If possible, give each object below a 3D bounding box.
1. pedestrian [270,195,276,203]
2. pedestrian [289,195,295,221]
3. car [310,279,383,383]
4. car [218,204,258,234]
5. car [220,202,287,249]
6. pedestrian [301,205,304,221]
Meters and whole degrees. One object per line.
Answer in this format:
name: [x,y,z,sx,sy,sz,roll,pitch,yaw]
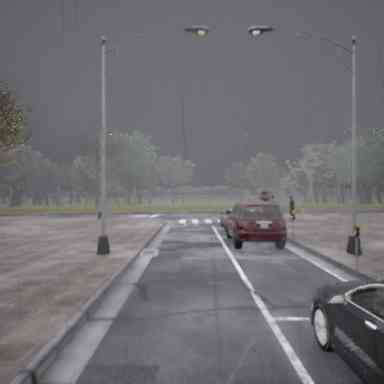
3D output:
pedestrian: [6.009,1.150,24.678,0.375,1.860,0.375,0,0,0]
pedestrian: [7.009,1.140,23.478,0.375,1.860,0.375,0,0,0]
car: [2.636,1.552,3.409,2.008,1.369,4.403,0,0,0]
car: [2.636,1.532,20.216,1.752,1.417,4.829,0,0,0]
car: [2.636,1.320,14.501,2.192,1.841,5.009,0,0,0]
pedestrian: [8.009,1.504,24.079,0.500,1.100,0.500,0,0,0]
